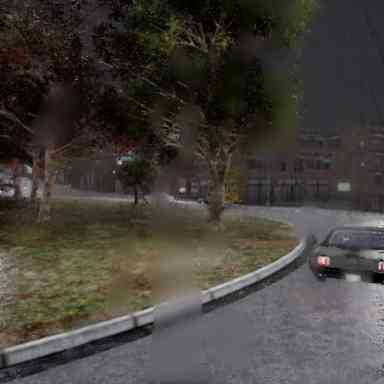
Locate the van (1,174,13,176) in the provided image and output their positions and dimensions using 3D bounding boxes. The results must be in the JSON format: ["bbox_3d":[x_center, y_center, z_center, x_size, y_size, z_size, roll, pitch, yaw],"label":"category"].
[{"bbox_3d":[-42.482,-2.653,74.928,1.878,1.987,4.442,6,5,33],"label":"van"}]

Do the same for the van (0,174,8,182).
[{"bbox_3d":[-48.057,-3.477,82.013,1.878,1.987,4.442,6,5,33],"label":"van"}]

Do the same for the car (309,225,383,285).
[{"bbox_3d":[4.667,1.560,9.064,1.895,1.301,4.718,0,0,32],"label":"car"}]

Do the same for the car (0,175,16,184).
[{"bbox_3d":[-44.371,-2.950,77.228,2.435,2.045,5.566,6,5,33],"label":"car"}]

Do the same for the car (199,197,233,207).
[{"bbox_3d":[2.965,1.101,42.404,4.902,1.511,2.128,4,3,44],"label":"car"}]

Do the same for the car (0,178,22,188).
[{"bbox_3d":[-37.114,-1.593,67.557,2.231,1.521,4.892,6,5,33],"label":"car"}]

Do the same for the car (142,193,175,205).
[{"bbox_3d":[-4.442,0.843,43.891,4.674,1.442,1.812,3,1,30],"label":"car"}]
